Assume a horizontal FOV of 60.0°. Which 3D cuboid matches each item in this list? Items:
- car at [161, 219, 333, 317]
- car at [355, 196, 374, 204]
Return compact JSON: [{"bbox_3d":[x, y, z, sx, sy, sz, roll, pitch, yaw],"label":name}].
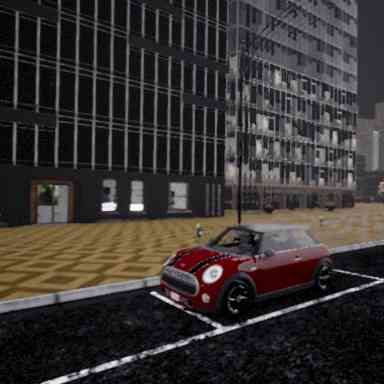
[{"bbox_3d":[1.310,1.472,7.483,4.097,1.590,1.967,0,1,-35],"label":"car"},{"bbox_3d":[42.417,1.993,82.533,2.192,1.841,5.009,1,-1,-35],"label":"car"}]
